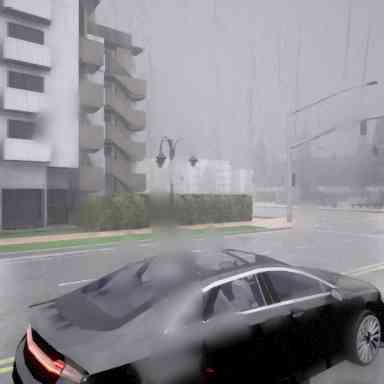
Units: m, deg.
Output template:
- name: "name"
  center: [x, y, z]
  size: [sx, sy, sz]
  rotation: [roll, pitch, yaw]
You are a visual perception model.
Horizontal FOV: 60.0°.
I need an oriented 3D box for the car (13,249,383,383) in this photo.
- name: "car"
  center: [0.551, 1.492, 4.150]
  size: [4.902, 1.511, 2.128]
  rotation: [0, 0, -35]
